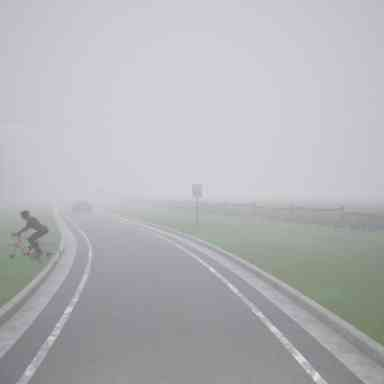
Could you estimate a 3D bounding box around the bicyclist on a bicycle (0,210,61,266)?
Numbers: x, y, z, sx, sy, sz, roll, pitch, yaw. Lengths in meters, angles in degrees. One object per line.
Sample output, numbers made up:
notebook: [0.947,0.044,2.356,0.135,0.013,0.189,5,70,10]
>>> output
bicyclist on a bicycle: [-4.636,1.356,9.563,1.656,1.620,0.582,0,0,-12]

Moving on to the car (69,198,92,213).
car: [-12.379,1.564,37.283,1.994,1.385,4.181,0,0,-23]
